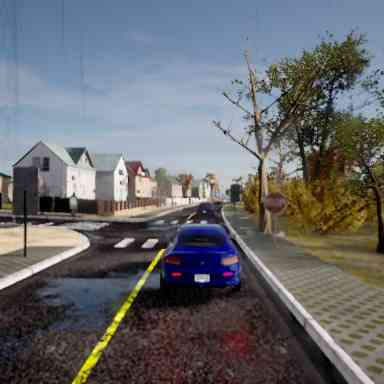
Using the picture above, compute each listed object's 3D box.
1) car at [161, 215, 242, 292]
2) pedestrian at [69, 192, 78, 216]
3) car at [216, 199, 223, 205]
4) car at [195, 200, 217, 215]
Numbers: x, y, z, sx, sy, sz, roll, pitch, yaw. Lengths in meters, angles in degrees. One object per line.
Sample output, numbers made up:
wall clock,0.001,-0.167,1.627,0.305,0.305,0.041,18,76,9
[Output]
car,0.241,1.577,8.992,1.812,1.442,4.674,0,0,1
pedestrian,-9.168,0.923,25.663,0.375,1.860,0.375,0,-3,1
car,5.752,2.297,74.073,1.895,1.301,4.718,0,-1,9
car,1.395,1.751,34.265,1.812,1.442,4.674,0,0,4
